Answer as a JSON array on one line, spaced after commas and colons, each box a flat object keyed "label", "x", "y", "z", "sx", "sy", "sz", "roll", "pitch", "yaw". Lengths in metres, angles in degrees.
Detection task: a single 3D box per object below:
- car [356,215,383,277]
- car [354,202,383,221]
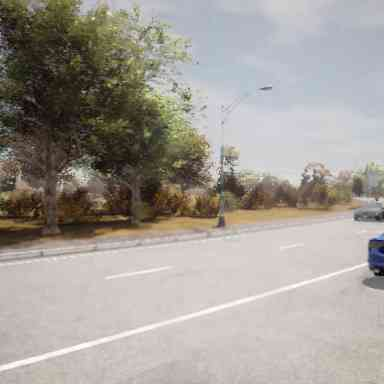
[{"label": "car", "x": 6.705, "y": 1.486, "z": 9.204, "sx": 5.008, "sy": 1.535, "sz": 1.882, "roll": 0, "pitch": 0, "yaw": -39}, {"label": "car", "x": 14.394, "y": 1.546, "z": 26.353, "sx": 1.812, "sy": 1.442, "sz": 4.674, "roll": 0, "pitch": 0, "yaw": 43}]
